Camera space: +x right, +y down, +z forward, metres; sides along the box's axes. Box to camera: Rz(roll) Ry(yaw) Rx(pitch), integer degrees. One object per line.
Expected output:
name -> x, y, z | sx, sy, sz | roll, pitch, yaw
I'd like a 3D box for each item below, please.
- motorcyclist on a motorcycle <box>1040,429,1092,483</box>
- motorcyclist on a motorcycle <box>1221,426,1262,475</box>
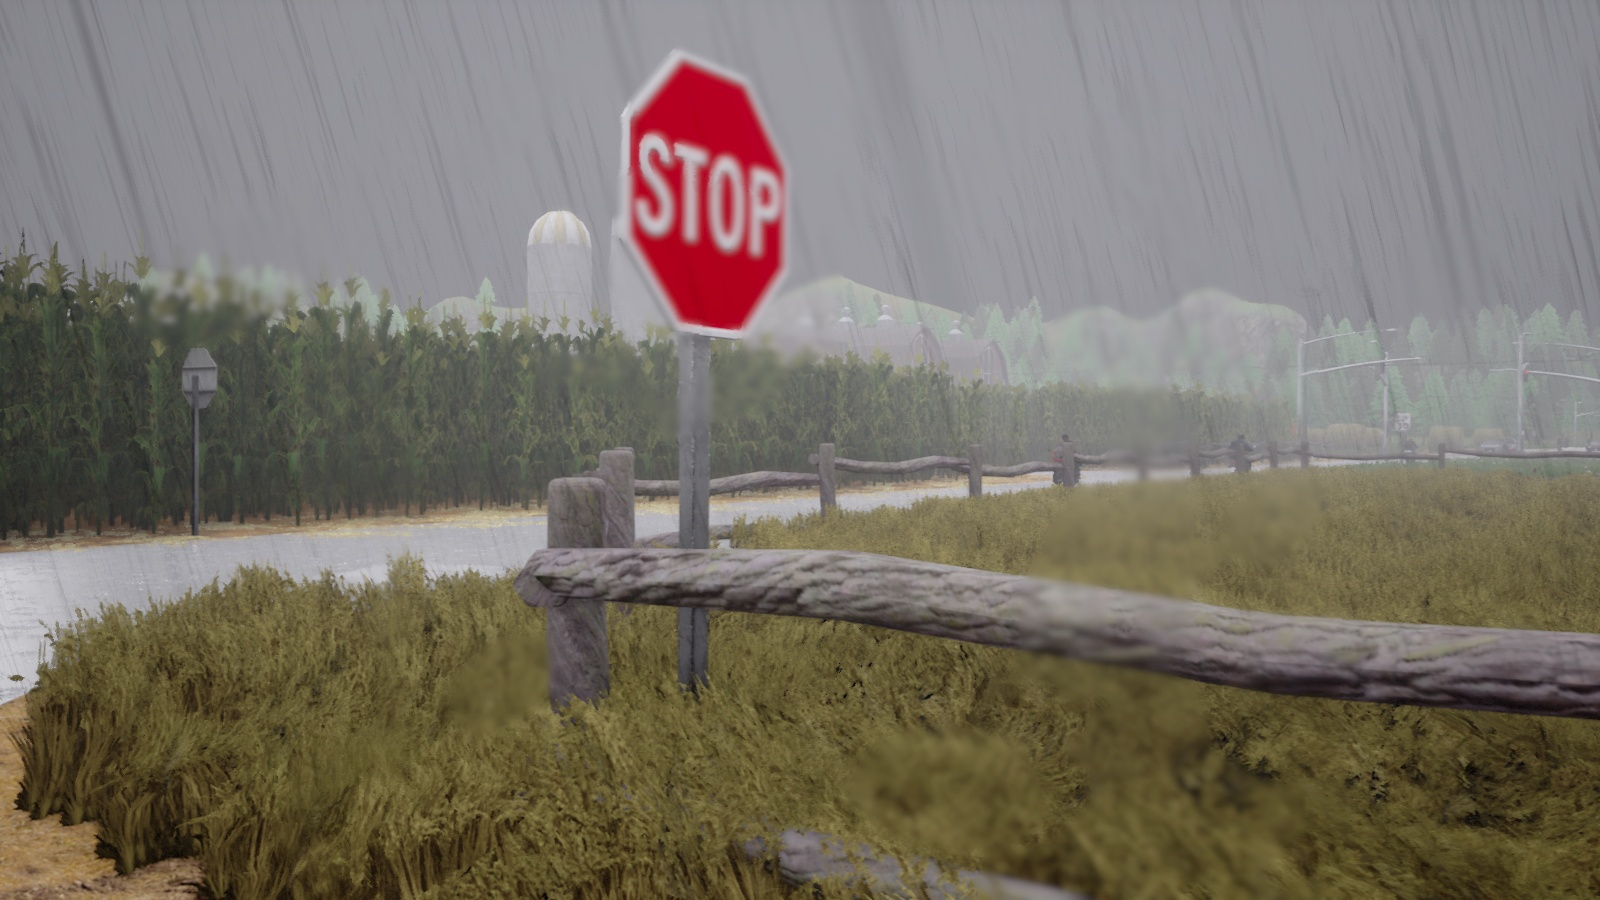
motorcyclist on a motorcycle -> 7.808, 0.153, 36.805 | 0.797, 1.523, 2.044 | 0, 1, 33
motorcyclist on a motorcycle -> 14.571, -0.002, 41.419 | 0.866, 1.590, 1.817 | 0, 1, 33
